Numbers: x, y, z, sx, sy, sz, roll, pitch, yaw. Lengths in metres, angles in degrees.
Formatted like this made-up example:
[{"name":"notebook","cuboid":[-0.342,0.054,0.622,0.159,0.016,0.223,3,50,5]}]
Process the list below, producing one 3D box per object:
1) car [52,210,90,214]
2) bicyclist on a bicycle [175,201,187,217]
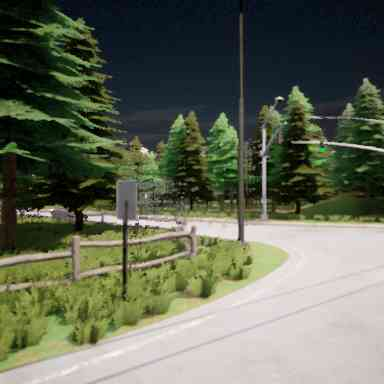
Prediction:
[{"name":"car","cuboid":[-11.925,2.041,32.836,4.718,1.301,1.895,-1,-1,44]},{"name":"bicyclist on a bicycle","cuboid":[-1.057,1.725,32.808,0.582,1.620,1.656,-1,-1,44]}]
